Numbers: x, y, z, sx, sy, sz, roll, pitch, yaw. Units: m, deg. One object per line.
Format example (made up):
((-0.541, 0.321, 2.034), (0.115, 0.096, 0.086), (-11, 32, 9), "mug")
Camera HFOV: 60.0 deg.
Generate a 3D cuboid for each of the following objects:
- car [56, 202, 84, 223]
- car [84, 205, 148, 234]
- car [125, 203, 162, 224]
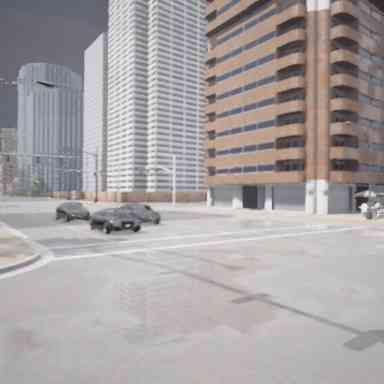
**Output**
((-9.702, 1.597, 27.036), (1.837, 1.490, 4.892), (1, 0, -35), "car")
((-4.660, 1.666, 19.913), (1.994, 1.385, 4.181), (1, 0, -35), "car")
((-4.055, 1.632, 25.114), (1.837, 1.490, 4.892), (1, 0, -35), "car")
